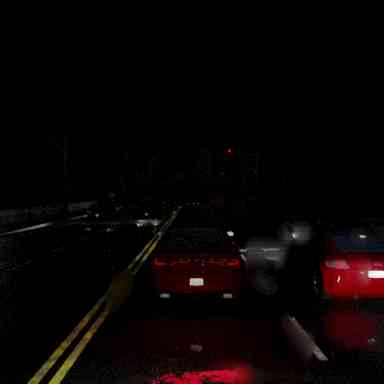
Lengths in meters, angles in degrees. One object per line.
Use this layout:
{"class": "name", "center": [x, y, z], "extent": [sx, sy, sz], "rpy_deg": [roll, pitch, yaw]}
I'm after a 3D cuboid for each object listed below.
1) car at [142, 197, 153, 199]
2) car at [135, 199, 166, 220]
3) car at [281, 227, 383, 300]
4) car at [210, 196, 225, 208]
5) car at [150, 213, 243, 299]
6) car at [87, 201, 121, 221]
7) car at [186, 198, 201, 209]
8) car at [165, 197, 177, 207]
{"class": "car", "center": [-6.906, 1.493, 51.314], "extent": [1.837, 1.490, 4.892], "rpy_deg": [0, 0, 0]}
{"class": "car", "center": [-3.544, 1.555, 27.890], "extent": [1.994, 1.385, 4.181], "rpy_deg": [0, 0, 0]}
{"class": "car", "center": [3.638, 1.561, 8.451], "extent": [1.994, 1.385, 4.181], "rpy_deg": [0, 0, 1]}
{"class": "car", "center": [3.726, 1.337, 49.194], "extent": [2.097, 1.767, 4.553], "rpy_deg": [0, 0, 1]}
{"class": "car", "center": [0.099, 1.475, 8.500], "extent": [1.882, 1.535, 5.008], "rpy_deg": [0, 0, 0]}
{"class": "car", "center": [-7.045, 1.496, 27.105], "extent": [1.837, 1.490, 4.892], "rpy_deg": [0, 0, 0]}
{"class": "car", "center": [0.190, 1.534, 44.766], "extent": [2.033, 1.411, 5.357], "rpy_deg": [0, 0, 0]}
{"class": "car", "center": [-3.403, 1.493, 51.569], "extent": [1.837, 1.490, 4.892], "rpy_deg": [0, 0, 0]}
